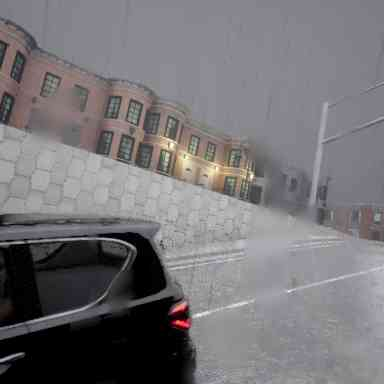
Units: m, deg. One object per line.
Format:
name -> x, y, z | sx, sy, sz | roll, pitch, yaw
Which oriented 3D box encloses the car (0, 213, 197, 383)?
car -> -2.559, 1.237, 2.170 | 5.566, 2.045, 2.150 | 0, 0, -35
